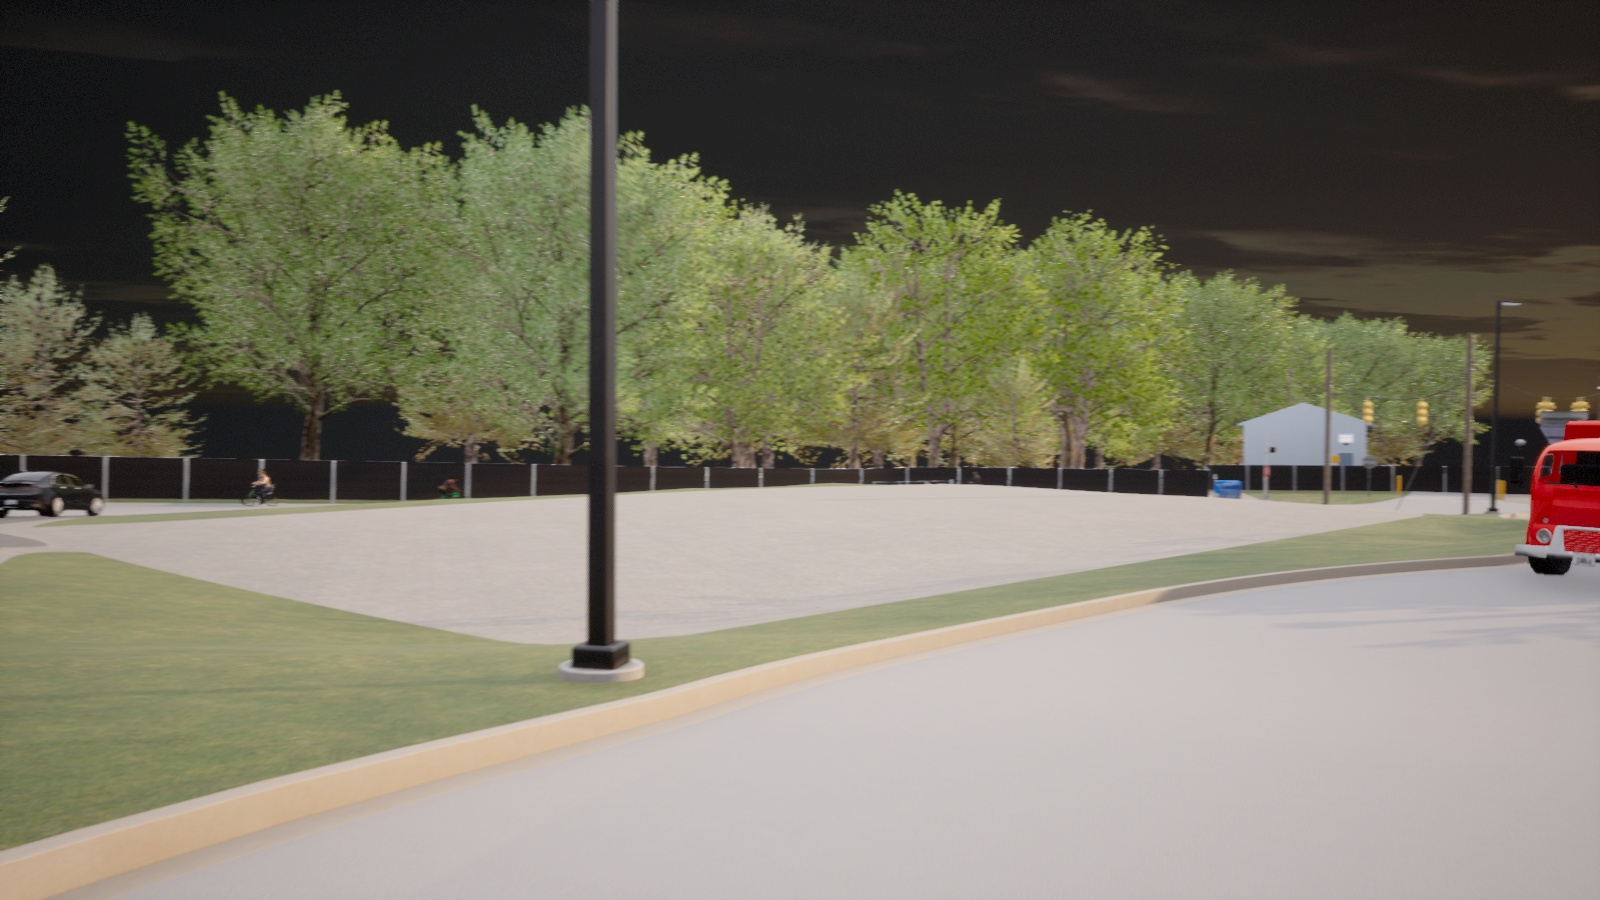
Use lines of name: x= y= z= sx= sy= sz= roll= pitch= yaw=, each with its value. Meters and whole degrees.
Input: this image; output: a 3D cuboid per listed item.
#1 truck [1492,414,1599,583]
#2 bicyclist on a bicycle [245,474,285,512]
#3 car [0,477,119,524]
truck: x=13.665 y=0.671 z=20.074 sx=5.204 sy=2.467 sz=2.627 roll=-1 pitch=2 yaw=-37
bicyclist on a bicycle: x=-23.654 y=1.905 z=55.532 sx=1.509 sy=1.612 sz=0.866 roll=1 pitch=1 yaw=-30
car: x=-25.016 y=1.702 z=42.375 sx=1.837 sy=1.490 sz=4.892 roll=-1 pitch=-2 yaw=-6
